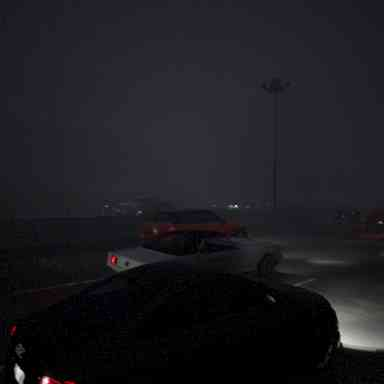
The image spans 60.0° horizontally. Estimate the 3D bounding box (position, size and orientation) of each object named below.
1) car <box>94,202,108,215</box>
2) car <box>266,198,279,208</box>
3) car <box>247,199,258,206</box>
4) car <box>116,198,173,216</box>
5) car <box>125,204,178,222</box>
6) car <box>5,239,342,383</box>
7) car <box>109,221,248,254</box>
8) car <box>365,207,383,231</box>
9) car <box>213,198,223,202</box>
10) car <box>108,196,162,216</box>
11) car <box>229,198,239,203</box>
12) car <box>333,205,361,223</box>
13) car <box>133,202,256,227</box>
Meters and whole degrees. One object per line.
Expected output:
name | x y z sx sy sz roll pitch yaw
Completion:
car | -8.113 1.560 35.218 2.097 1.767 4.553 0 -1 38
car | 14.862 1.950 61.610 2.097 1.767 4.553 0 0 10
car | 12.180 2.099 67.264 1.882 1.535 5.008 1 0 7
car | -3.053 1.523 25.147 2.097 1.767 4.553 0 -1 42
car | -3.534 1.803 29.745 1.895 1.301 4.718 0 -1 40
car | 0.051 1.596 4.188 4.181 1.385 1.994 1 -1 -38
car | 0.327 1.672 8.825 4.718 1.301 1.895 1 -1 -40
car | 13.037 1.756 22.321 1.882 1.535 5.008 0 0 37
car | 5.828 2.119 73.525 1.837 1.490 4.892 0 0 6
car | -5.149 1.439 33.239 2.150 2.045 5.566 0 -1 38
car | 9.172 2.158 71.904 2.128 1.511 4.902 0 0 6
car | 13.732 1.865 29.452 1.812 1.442 4.674 0 0 33
car | 0.239 1.458 13.489 4.553 1.767 2.097 1 -1 -42
